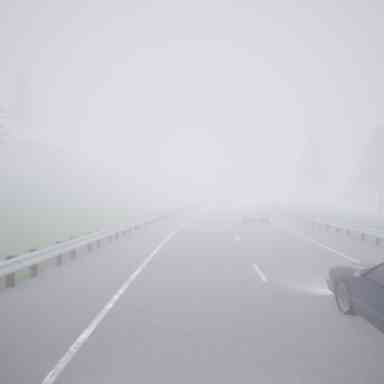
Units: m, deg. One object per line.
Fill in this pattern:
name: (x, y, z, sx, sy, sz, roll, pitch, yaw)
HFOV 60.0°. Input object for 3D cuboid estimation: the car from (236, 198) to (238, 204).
car: (8.941, 1.739, 74.132, 2.097, 1.767, 4.553, 0, 0, 15)

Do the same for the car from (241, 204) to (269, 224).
car: (4.958, 1.668, 26.428, 1.812, 1.442, 4.674, 0, 0, 5)

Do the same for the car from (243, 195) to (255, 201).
car: (15.556, 1.662, 92.596, 2.097, 1.767, 4.553, 0, 0, 18)

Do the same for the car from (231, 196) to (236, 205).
car: (7.440, 1.883, 68.367, 1.812, 1.442, 4.674, 0, 0, 14)

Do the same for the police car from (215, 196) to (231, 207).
police car: (5.219, 1.730, 58.756, 1.930, 1.638, 5.238, 0, 0, 12)

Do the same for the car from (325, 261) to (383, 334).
car: (3.671, 1.578, 4.532, 2.033, 1.411, 5.357, 0, 0, 1)
